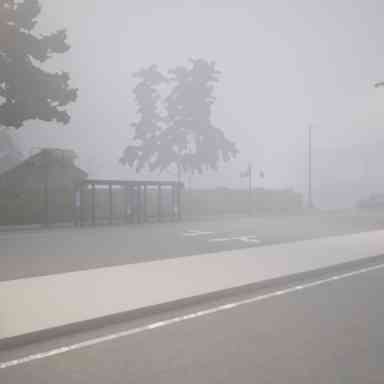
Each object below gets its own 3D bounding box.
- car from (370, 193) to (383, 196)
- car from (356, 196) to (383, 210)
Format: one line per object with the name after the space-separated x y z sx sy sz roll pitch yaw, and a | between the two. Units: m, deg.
25.898 1.209 43.319 2.150 2.045 5.566 0 0 -35 | car
22.920 1.513 41.468 1.812 1.442 4.674 0 0 -35 | car
